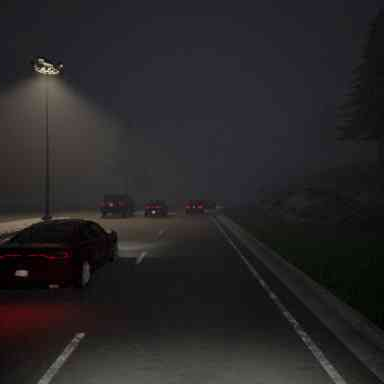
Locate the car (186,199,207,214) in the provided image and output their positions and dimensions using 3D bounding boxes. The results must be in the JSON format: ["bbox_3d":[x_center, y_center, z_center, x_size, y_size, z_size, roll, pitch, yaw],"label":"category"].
[{"bbox_3d":[0.332,1.547,35.211,2.033,1.411,5.357,0,0,3],"label":"car"}]

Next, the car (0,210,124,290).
[{"bbox_3d":[-3.400,1.477,9.138,1.882,1.535,5.008,0,0,0],"label":"car"}]

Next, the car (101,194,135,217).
[{"bbox_3d":[-6.840,1.220,31.107,2.150,2.045,5.566,0,0,1],"label":"car"}]

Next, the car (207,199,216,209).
[{"bbox_3d":[1.945,1.564,44.515,1.994,1.385,4.181,0,0,14],"label":"car"}]

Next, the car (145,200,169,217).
[{"bbox_3d":[-3.316,1.505,31.639,1.837,1.490,4.892,0,0,1],"label":"car"}]
